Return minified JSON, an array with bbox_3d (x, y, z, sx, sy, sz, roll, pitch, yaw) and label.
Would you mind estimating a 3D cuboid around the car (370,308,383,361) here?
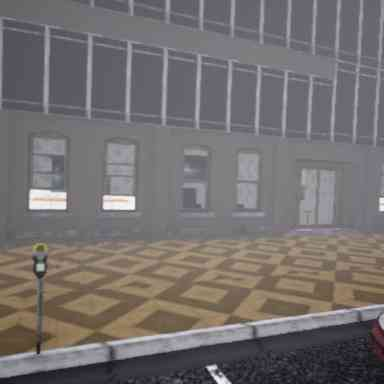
[{"bbox_3d":[4.242,1.573,4.113,4.206,1.307,1.802,1,2,-21],"label":"car"}]
